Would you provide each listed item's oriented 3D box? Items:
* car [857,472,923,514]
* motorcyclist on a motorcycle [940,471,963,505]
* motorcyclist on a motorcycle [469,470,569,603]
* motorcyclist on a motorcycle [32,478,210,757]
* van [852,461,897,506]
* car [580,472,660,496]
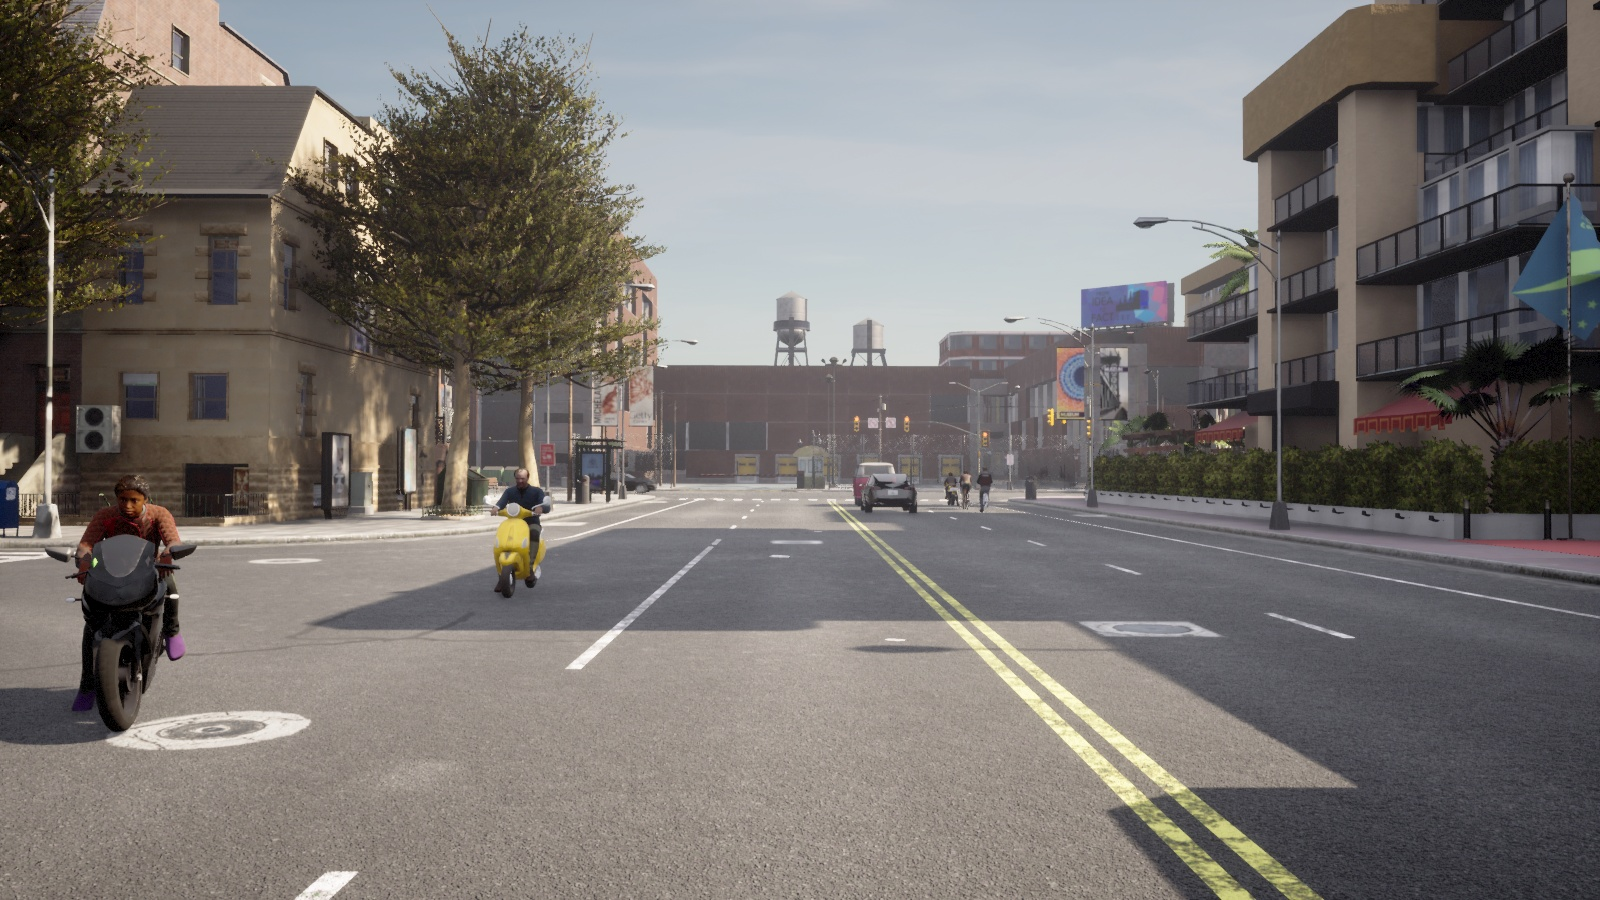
[{"bbox_3d":[3.391,1.608,48.182,2.163,1.488,4.792,0,-1,0],"label":"car"},{"bbox_3d":[6.873,1.725,57.068,0.797,1.523,2.044,0,-1,0],"label":"motorcyclist on a motorcycle"},{"bbox_3d":[-3.536,1.050,15.958,0.866,1.590,1.817,0,-1,0],"label":"motorcyclist on a motorcycle"},{"bbox_3d":[-4.264,0.948,8.029,0.797,1.523,2.044,0,-1,-23],"label":"motorcyclist on a motorcycle"},{"bbox_3d":[3.369,1.512,57.213,1.775,1.987,4.442,0,-1,0],"label":"van"},{"bbox_3d":[-11.938,2.237,83.403,5.008,1.535,1.882,0,-1,0],"label":"car"}]
